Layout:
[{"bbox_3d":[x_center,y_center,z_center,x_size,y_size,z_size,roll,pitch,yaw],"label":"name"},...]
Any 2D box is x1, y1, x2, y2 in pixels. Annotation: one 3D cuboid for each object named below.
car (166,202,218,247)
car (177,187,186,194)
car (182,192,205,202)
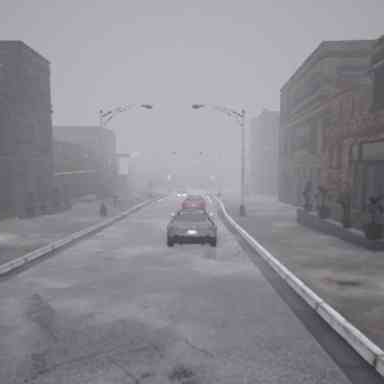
[{"bbox_3d":[0.000,1.380,14.131,1.994,1.385,4.181,0,2,0],"label":"car"},{"bbox_3d":[-2.368,-0.391,75.988,2.128,1.511,4.902,0,2,1],"label":"car"},{"bbox_3d":[0.208,0.977,29.118,1.994,1.385,4.181,0,2,3],"label":"car"}]
